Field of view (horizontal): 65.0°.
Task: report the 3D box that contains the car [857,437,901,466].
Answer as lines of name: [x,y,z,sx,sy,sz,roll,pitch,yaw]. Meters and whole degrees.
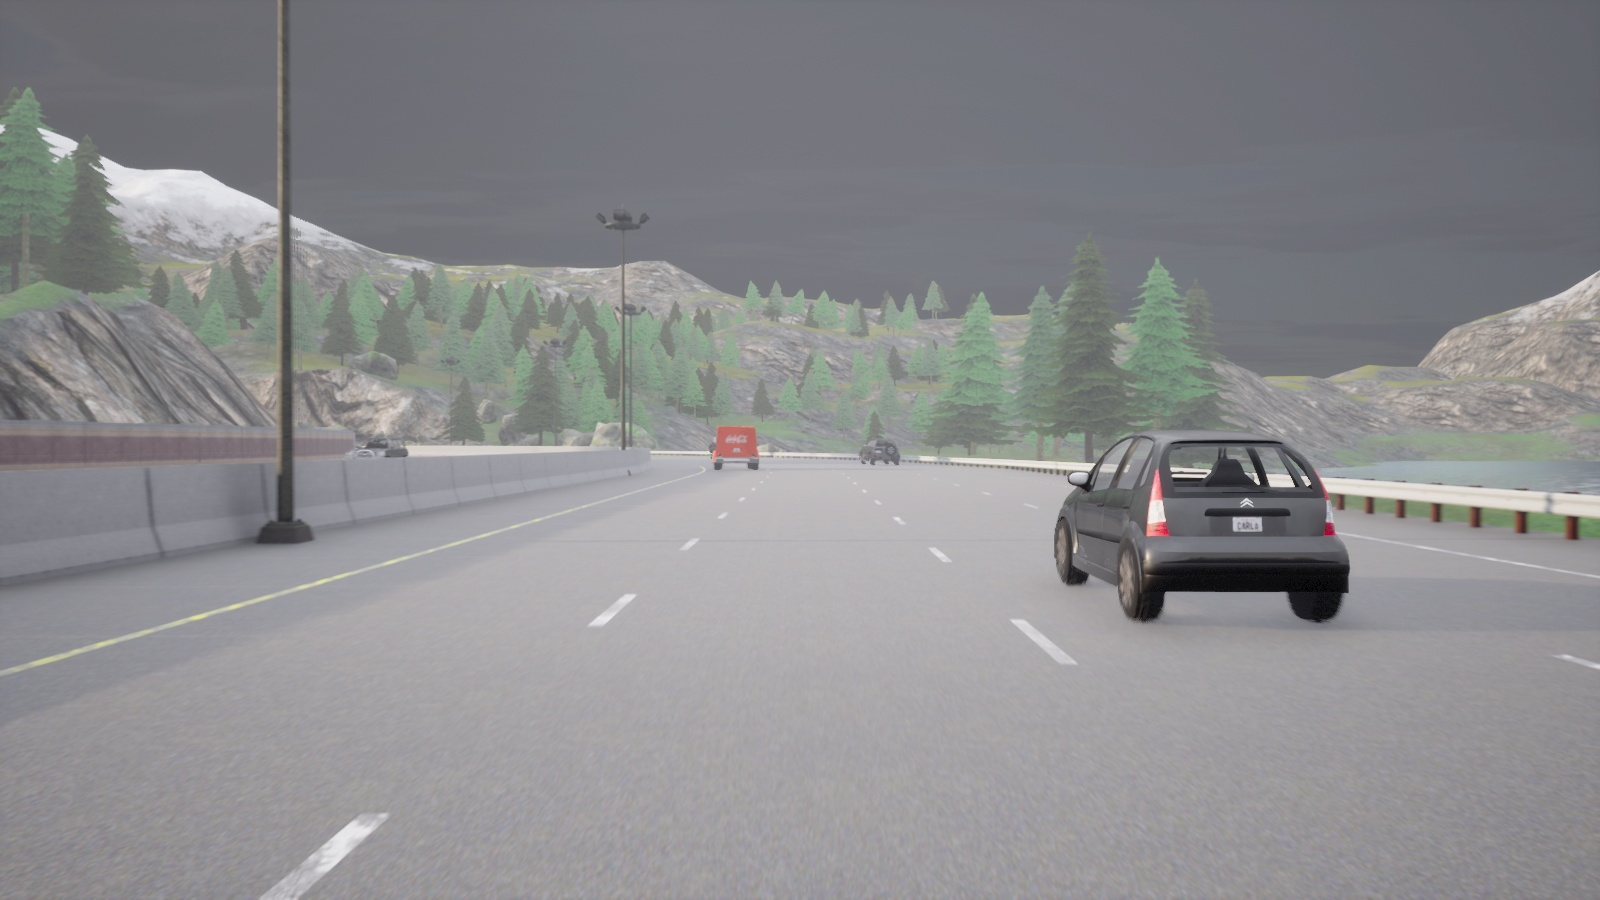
car: [5.269,0.096,84.521,1.932,1.855,4.605,0,0,-9]

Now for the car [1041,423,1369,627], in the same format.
car: [3.584,0.581,11.928,1.851,1.617,3.988,0,0,0]

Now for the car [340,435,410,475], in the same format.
car: [-20.683,0.204,61.263,1.932,1.855,4.605,0,1,-1]

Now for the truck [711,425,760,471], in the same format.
truck: [-3.693,-0.134,71.255,2.627,2.467,5.204,0,1,-5]
